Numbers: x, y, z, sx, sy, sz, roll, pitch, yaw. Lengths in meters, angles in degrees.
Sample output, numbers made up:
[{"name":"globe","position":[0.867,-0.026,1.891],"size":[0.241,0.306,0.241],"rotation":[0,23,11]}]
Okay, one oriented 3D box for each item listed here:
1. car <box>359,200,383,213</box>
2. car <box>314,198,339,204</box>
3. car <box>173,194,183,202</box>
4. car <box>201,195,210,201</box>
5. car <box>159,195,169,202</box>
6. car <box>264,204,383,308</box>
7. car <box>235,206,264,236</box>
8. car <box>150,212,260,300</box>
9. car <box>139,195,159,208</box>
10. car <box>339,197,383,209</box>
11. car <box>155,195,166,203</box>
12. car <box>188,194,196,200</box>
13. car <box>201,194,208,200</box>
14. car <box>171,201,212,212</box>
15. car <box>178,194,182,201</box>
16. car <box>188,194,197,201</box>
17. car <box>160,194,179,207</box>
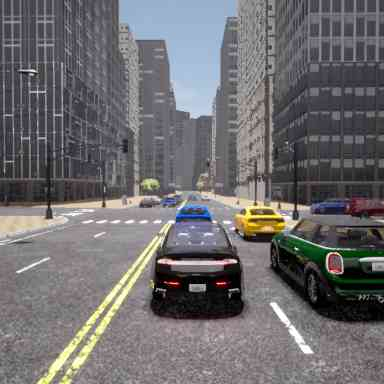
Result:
[{"name":"car","position":[21.844,1.643,37.706],"size":[4.829,1.417,1.752],"rotation":[1,0,1]},{"name":"car","position":[14.916,1.451,35.228],"size":[4.553,1.767,2.097],"rotation":[1,1,1]},{"name":"car","position":[-3.179,1.286,77.162],"size":[2.097,1.767,4.553],"rotation":[0,0,0]},{"name":"car","position":[3.325,1.513,80.672],"size":[1.895,1.301,4.718],"rotation":[0,0,0]},{"name":"car","position":[-6.429,1.482,77.996],"size":[1.994,1.385,4.181],"rotation":[0,0,0]},{"name":"car","position":[3.357,1.348,8.050],"size":[2.097,1.767,4.553],"rotation":[0,0,0]},{"name":"car","position":[3.364,1.469,17.229],"size":[1.882,1.535,5.008],"rotation":[0,0,0]},{"name":"car","position":[0.105,1.488,8.338],"size":[2.128,1.511,4.902],"rotation":[0,0,0]},{"name":"car","position":[-6.540,1.513,49.110],"size":[2.033,1.411,5.357],"rotation":[0,0,0]},{"name":"car","position":[16.228,1.519,29.425],"size":[5.009,1.841,2.192],"rotation":[1,0,1]},{"name":"car","position":[-6.446,1.448,68.018],"size":[1.837,1.490,4.892],"rotation":[0,0,0]},{"name":"car","position":[0.084,1.267,90.647],"size":[2.128,1.511,4.902],"rotation":[0,0,0]},{"name":"car","position":[3.334,1.337,90.674],"size":[1.895,1.301,4.718],"rotation":[0,0,0]},{"name":"car","position":[0.119,1.468,17.843],"size":[1.882,1.535,5.008],"rotation":[0,0,1]},{"name":"car","position":[-3.272,1.519,58.283],"size":[1.994,1.385,4.181],"rotation":[0,0,1]},{"name":"car","position":[0.075,1.273,80.615],"size":[2.097,1.767,4.553],"rotation":[0,0,0]},{"name":"car","position":[-3.294,1.491,49.538],"size":[1.812,1.442,4.674],"rotation":[0,0,0]}]
